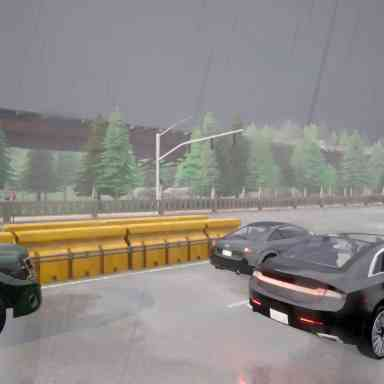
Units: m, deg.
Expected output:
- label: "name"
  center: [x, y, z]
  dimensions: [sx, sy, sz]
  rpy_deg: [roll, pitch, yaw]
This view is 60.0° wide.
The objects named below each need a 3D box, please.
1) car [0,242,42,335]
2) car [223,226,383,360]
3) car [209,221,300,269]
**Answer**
- label: "car"
  center: [-5.079, 1.221, 4.429]
  dimensions: [5.566, 2.045, 2.150]
  rpy_deg: [0, 0, -35]
- label: "car"
  center: [3.157, 1.492, 5.985]
  dimensions: [4.902, 1.511, 2.128]
  rpy_deg: [0, 0, -36]
- label: "car"
  center: [2.547, 1.564, 9.846]
  dimensions: [4.181, 1.385, 1.994]
  rpy_deg: [0, 0, -36]
